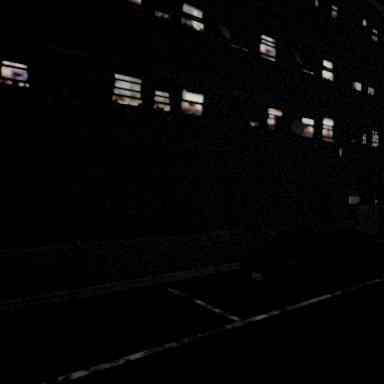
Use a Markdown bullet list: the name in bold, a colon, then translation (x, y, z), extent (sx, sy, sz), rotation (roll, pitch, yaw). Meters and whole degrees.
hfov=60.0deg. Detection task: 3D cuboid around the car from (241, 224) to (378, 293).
- **car**: translation (3.270, 1.571, 8.889), extent (4.313, 1.339, 1.947), rotation (0, 0, -36)
